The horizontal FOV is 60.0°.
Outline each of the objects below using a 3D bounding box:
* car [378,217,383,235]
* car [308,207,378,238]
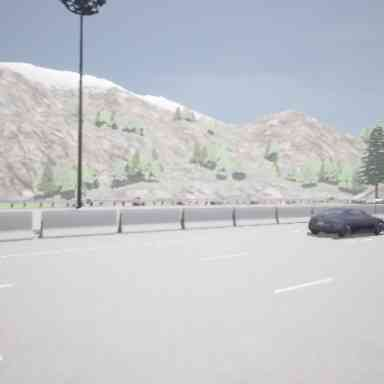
[{"bbox_3d":[10.857,1.484,14.676,4.902,1.511,2.128,0,1,-29],"label":"car"},{"bbox_3d":[7.962,1.484,17.035,4.181,1.385,1.994,0,1,-29],"label":"car"}]
